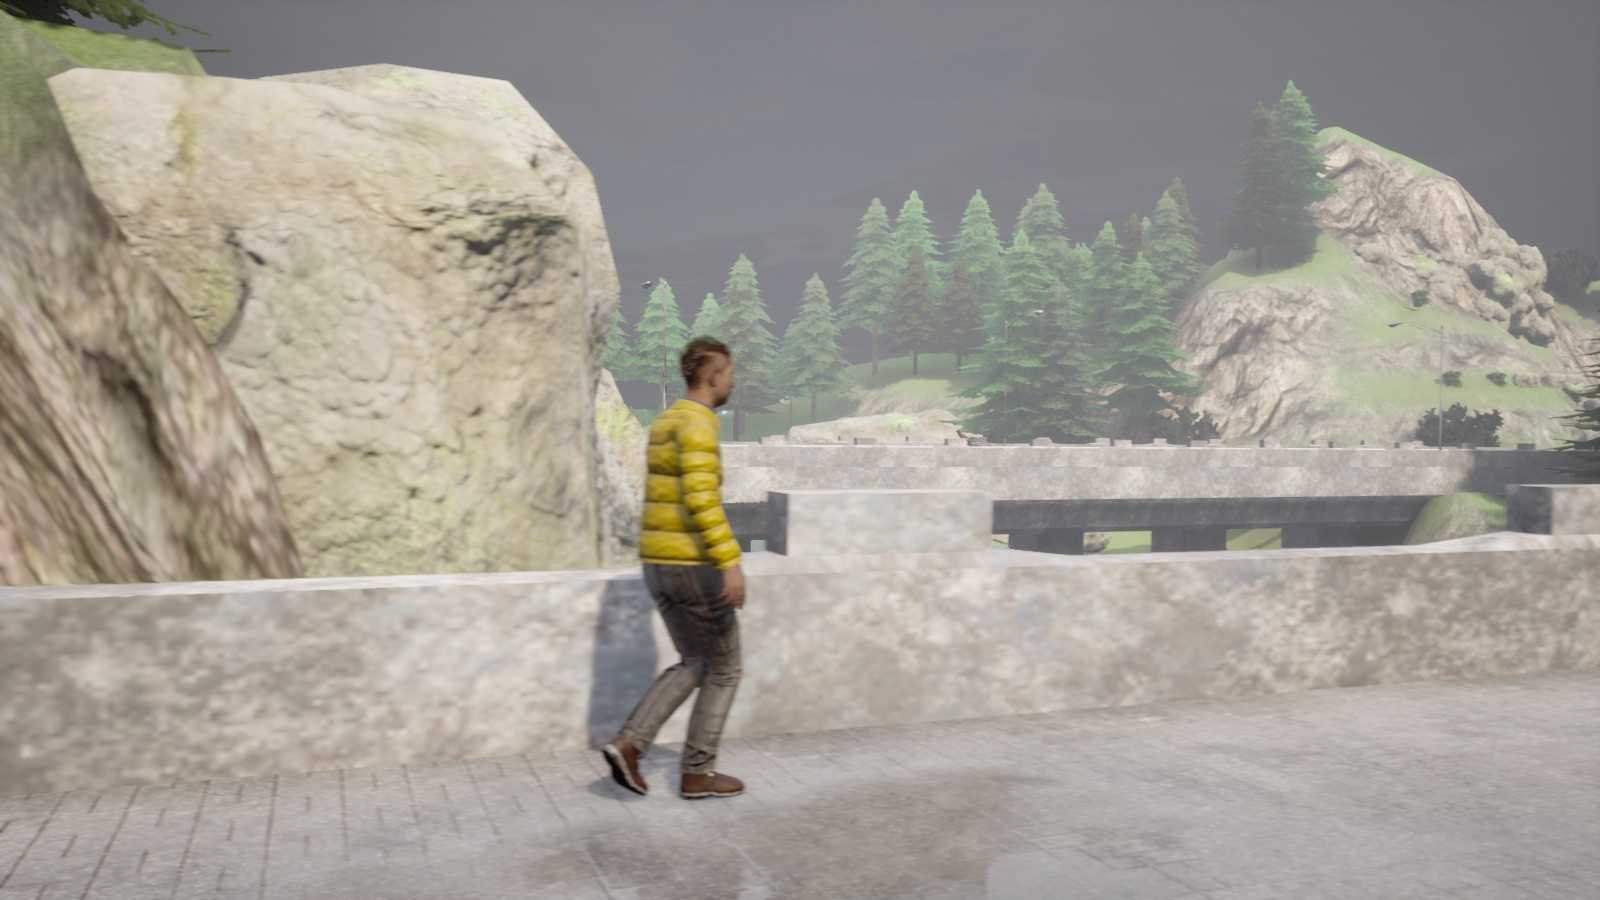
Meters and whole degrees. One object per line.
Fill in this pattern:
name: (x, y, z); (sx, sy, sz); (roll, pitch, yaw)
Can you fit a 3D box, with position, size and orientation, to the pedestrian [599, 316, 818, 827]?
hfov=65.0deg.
pedestrian: (-0.353, 0.432, 4.882); (0.709, 1.840, 0.431); (-1, 1, -32)
